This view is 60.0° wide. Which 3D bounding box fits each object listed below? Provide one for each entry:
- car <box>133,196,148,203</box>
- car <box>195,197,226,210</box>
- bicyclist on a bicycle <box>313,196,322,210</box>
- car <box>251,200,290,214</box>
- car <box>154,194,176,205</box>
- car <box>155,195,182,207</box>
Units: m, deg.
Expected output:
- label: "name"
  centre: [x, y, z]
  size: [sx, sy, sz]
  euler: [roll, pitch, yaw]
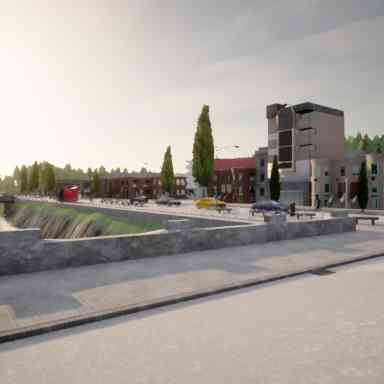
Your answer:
- label: "car"
  centre: [-10.693, 1.526, 68.586]
  size: [1.812, 1.442, 4.674]
  euler: [0, 0, -36]
- label: "car"
  centre: [2.382, 1.478, 42.954]
  size: [1.882, 1.535, 5.008]
  euler: [0, 0, -35]
- label: "bicyclist on a bicycle"
  centre: [14.992, 1.349, 39.699]
  size: [1.656, 1.620, 0.582]
  euler: [0, 0, -35]
- label: "car"
  centre: [8.254, 1.526, 34.717]
  size: [1.812, 1.442, 4.674]
  euler: [0, 0, -36]
- label: "car"
  centre: [-4.971, 1.352, 60.543]
  size: [2.097, 1.767, 4.553]
  euler: [0, 0, -36]
- label: "car"
  centre: [-3.729, 1.547, 51.594]
  size: [2.033, 1.411, 5.357]
  euler: [0, 0, -35]
